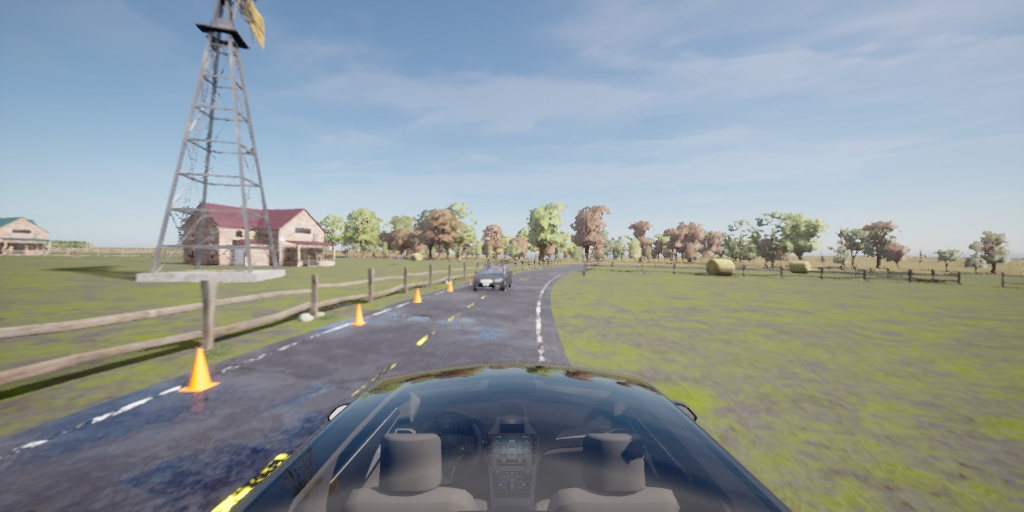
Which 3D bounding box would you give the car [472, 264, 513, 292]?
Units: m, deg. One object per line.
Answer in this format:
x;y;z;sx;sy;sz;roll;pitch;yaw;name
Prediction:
-1.062;1.266;21.490;2.128;1.511;4.902;0;0;7;car

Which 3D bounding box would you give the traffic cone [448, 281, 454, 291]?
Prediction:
-3.535;1.714;20.577;0.340;0.580;0.340;0;0;7;traffic cone

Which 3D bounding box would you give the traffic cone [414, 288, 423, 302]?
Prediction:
-4.083;1.700;15.528;0.340;0.580;0.340;0;0;5;traffic cone

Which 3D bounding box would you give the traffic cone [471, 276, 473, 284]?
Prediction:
-2.826;1.729;25.606;0.340;0.580;0.340;0;0;9;traffic cone

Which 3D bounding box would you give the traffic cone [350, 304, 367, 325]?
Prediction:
-4.469;1.688;10.464;0.340;0.580;0.340;0;0;3;traffic cone

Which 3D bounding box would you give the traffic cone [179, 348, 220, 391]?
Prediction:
-4.693;1.681;5.390;0.340;0.580;0.340;0;0;2;traffic cone
